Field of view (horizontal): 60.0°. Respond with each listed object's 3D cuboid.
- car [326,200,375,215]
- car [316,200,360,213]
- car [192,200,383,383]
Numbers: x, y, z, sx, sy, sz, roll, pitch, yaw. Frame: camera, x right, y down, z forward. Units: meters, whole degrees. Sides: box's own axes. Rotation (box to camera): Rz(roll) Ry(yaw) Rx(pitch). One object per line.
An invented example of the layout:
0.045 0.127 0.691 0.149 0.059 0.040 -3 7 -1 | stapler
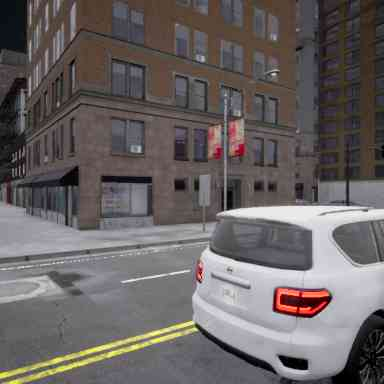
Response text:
16.534 1.580 34.851 1.994 1.385 4.181 0 0 -37 | car
16.945 1.596 38.714 1.947 1.339 4.313 0 0 -35 | car
2.618 1.222 5.294 5.566 2.045 2.150 0 0 -35 | car
